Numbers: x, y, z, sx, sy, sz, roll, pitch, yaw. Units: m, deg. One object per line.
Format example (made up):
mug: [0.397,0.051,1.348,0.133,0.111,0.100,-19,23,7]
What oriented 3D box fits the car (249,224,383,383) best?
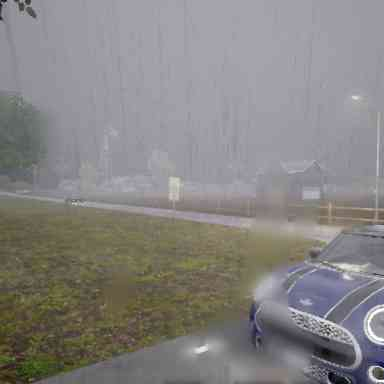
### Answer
car: [3.012,1.344,5.114,4.553,1.767,2.097,0,0,-36]

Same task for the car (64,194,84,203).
car: [-18.312,0.968,51.446,2.033,1.411,5.357,2,-1,-36]
